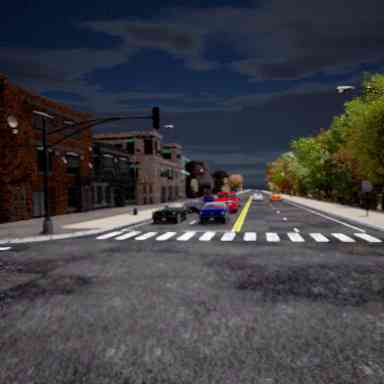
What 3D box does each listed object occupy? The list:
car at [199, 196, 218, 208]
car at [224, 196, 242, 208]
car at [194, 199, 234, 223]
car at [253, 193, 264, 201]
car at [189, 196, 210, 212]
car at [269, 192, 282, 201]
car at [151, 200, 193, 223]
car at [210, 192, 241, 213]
[{"bbox_3d":[2.210,1.276,44.051,1.812,1.442,4.674,-1,0,11],"label":"car"},{"bbox_3d":[5.426,1.258,43.562,1.994,1.385,4.181,-1,0,11],"label":"car"},{"bbox_3d":[1.697,1.455,23.974,1.895,1.301,4.718,-1,0,11],"label":"car"},{"bbox_3d":[12.506,1.000,63.071,1.812,1.442,4.674,-1,0,11],"label":"car"},{"bbox_3d":[0.322,1.379,34.193,2.033,1.411,5.357,-1,0,10],"label":"car"},{"bbox_3d":[15.673,0.772,62.348,2.097,1.767,4.553,-1,0,11],"label":"car"},{"bbox_3d":[-1.496,1.511,24.578,1.895,1.301,4.718,-1,0,11],"label":"car"},{"bbox_3d":[3.526,0.997,33.691,2.150,2.045,5.566,-1,0,10],"label":"car"}]
